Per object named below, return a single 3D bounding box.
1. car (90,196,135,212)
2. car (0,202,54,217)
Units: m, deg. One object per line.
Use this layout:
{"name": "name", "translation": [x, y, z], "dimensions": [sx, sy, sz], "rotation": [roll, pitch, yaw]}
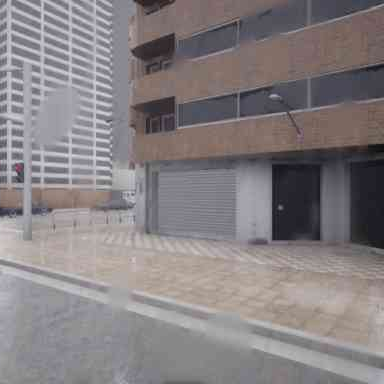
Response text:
{"name": "car", "translation": [-9.383, 1.547, 39.393], "dimensions": [2.033, 1.411, 5.357], "rotation": [0, 0, 36]}
{"name": "car", "translation": [-15.533, 1.601, 30.932], "dimensions": [1.895, 1.301, 4.718], "rotation": [0, 0, 36]}
